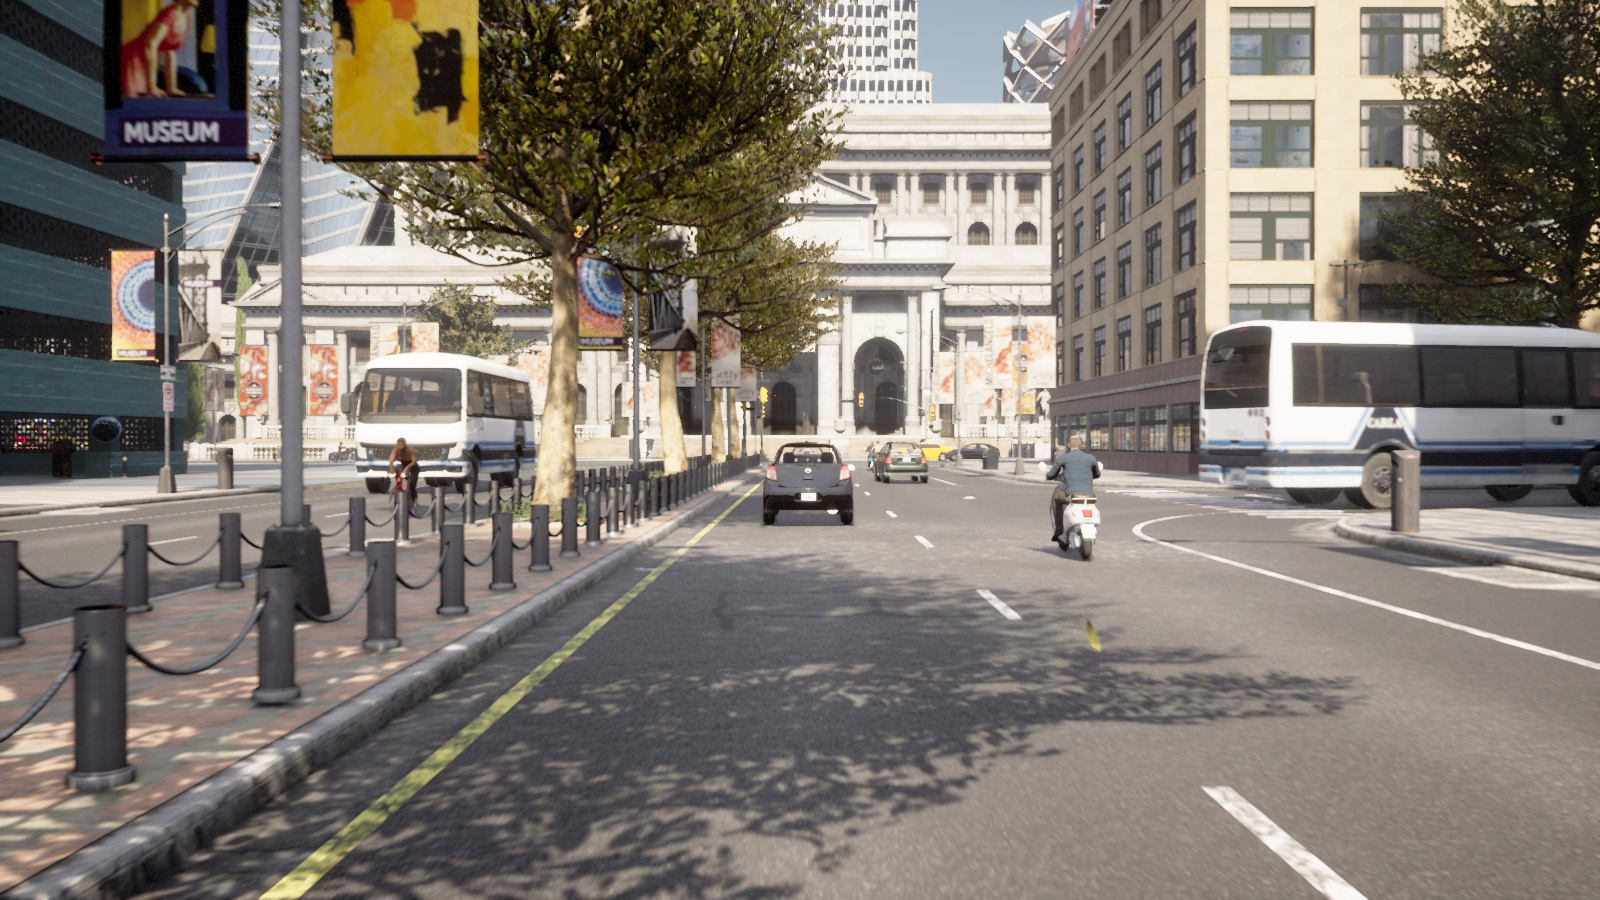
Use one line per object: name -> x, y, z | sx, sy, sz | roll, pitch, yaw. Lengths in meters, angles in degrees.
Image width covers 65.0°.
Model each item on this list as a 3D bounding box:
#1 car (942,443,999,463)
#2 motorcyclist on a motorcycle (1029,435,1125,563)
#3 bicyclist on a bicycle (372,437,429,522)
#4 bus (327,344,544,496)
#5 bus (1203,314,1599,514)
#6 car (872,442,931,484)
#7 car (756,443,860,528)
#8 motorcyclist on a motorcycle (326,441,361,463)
car -> 13.080, 0.227, 96.445 | 4.193, 1.474, 1.816 | 0, 0, 0
motorcyclist on a motorcycle -> 3.609, 0.610, 16.522 | 0.866, 1.590, 1.817 | 0, 0, 0
bicyclist on a bicycle -> -7.844, 0.554, 24.717 | 0.582, 1.620, 1.656 | 0, 1, 0
bus -> -11.254, -0.866, 40.282 | 3.944, 4.253, 10.273 | 0, 0, 0
bus -> 15.251, -0.785, 29.688 | 10.273, 4.253, 3.944 | 0, 1, -12
car -> 3.810, 0.460, 47.599 | 1.789, 1.549, 3.705 | 0, 0, -2
car -> 0.152, 0.624, 24.131 | 1.845, 1.501, 3.633 | 0, 0, 0
motorcyclist on a motorcycle -> -33.960, 0.143, 93.402 | 2.350, 1.649, 0.766 | 0, 0, 0
